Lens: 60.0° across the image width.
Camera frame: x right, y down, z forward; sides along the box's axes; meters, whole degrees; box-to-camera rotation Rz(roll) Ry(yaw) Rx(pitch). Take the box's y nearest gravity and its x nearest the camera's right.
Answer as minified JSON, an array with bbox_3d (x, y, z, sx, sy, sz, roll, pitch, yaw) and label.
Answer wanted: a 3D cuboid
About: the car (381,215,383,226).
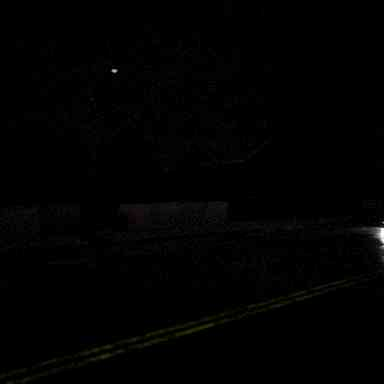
[{"bbox_3d":[14.252,1.610,21.830,4.181,1.385,1.994,0,0,-35],"label":"car"}]
